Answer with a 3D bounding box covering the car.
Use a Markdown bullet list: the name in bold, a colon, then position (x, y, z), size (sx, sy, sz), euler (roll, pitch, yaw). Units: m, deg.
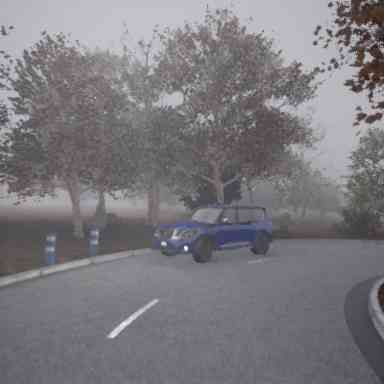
- **car**: position (1.049, 1.546, 13.443), size (5.566, 2.045, 2.150), euler (3, -4, -42)
